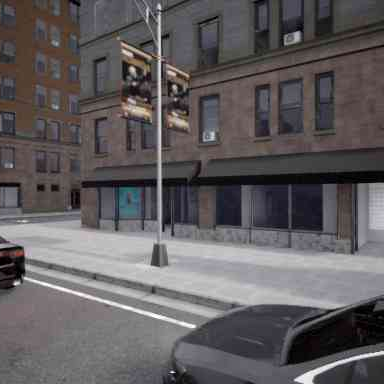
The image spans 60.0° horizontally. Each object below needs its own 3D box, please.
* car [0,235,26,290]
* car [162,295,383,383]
[{"bbox_3d":[-5.948,1.477,7.899,5.008,1.535,1.882,0,0,35],"label":"car"},{"bbox_3d":[1.980,1.506,2.275,4.892,1.490,1.837,0,0,35],"label":"car"}]
